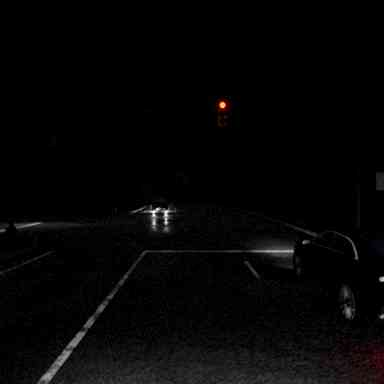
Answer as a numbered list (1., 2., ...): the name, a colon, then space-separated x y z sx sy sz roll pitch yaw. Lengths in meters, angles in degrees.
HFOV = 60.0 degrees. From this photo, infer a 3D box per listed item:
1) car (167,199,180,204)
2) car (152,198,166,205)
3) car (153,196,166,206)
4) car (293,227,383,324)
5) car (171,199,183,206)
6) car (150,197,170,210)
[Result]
1. car: -4.690 2.420 83.543 1.895 1.301 4.718 0 -1 -22
2. car: -8.317 2.325 83.152 1.882 1.535 5.008 0 -1 -25
3. car: -6.033 1.733 61.712 2.097 1.767 4.553 0 -1 -10
4. car: 3.586 1.490 7.072 2.128 1.511 4.902 0 0 1
5. car: -3.077 2.019 65.722 1.994 1.385 4.181 0 -1 -12
6. car: -4.053 1.585 42.780 1.812 1.442 4.674 0 -1 -3
